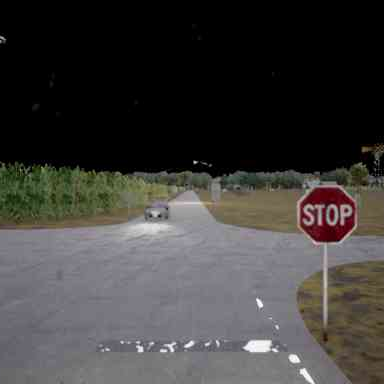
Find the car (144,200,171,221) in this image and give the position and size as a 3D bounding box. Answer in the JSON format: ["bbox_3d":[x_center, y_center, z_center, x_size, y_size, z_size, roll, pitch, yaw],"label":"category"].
[{"bbox_3d":[-2.751,1.463,27.356,2.128,1.511,4.902,0,0,0],"label":"car"}]
